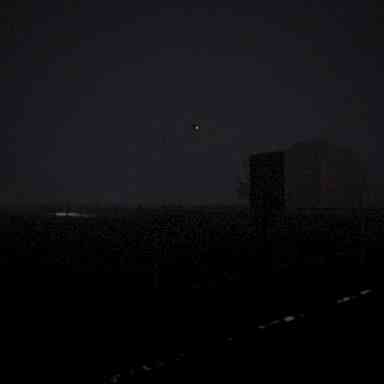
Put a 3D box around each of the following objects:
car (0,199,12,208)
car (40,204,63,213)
[{"bbox_3d":[-43.234,2.954,77.471,1.994,1.385,4.181,0,-1,-43],"label":"car"},{"bbox_3d":[-20.828,2.422,49.338,1.895,1.301,4.718,0,-1,-43],"label":"car"}]
